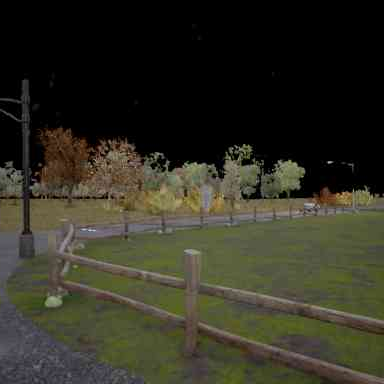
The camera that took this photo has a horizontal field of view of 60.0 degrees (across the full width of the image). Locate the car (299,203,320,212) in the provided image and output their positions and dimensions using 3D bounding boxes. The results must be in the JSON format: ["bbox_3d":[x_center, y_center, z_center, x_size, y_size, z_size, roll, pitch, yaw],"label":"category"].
[{"bbox_3d":[18.813,2.449,53.015,2.033,1.411,5.357,-1,-2,40],"label":"car"}]
